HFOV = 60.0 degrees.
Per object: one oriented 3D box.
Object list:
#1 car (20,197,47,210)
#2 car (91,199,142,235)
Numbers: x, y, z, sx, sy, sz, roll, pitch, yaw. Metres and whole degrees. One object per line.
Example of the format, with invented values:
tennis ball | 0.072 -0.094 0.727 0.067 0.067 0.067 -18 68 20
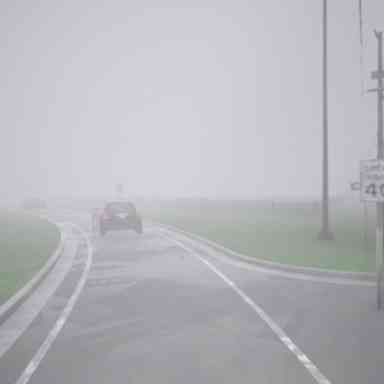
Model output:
car | -18.527 1.347 38.907 2.033 1.411 5.357 -1 1 -39
car | -4.230 1.235 18.219 2.097 1.767 4.553 -1 0 -23
